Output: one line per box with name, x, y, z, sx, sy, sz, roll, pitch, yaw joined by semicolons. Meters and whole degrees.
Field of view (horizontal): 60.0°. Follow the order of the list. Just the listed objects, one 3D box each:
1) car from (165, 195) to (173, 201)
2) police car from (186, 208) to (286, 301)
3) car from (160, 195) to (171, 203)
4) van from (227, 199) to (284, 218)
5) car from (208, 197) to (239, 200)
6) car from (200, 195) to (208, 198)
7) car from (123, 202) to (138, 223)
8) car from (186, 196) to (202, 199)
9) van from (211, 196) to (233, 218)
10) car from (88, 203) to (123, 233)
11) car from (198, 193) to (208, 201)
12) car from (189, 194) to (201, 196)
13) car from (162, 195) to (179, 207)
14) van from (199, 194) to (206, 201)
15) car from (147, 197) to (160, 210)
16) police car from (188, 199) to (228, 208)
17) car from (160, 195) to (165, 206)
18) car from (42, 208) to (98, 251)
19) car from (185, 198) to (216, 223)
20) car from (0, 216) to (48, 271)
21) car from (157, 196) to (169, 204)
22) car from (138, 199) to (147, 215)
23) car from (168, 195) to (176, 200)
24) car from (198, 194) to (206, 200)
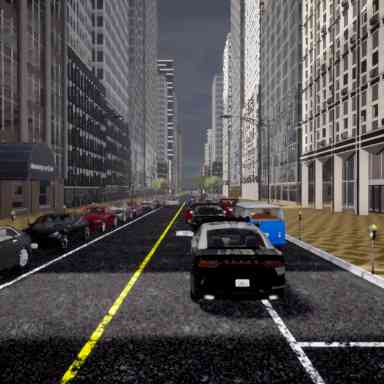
car;-5.656;1.504;82.114;1.752;1.417;4.829;-1;0;0
police car;0.903;1.423;8.532;1.930;1.638;5.238;0;0;0
car;-5.663;1.422;70.916;1.967;1.590;4.097;-1;0;0
van;2.687;1.338;14.076;1.690;1.788;3.998;-1;0;0
car;2.693;1.309;25.443;2.192;1.841;5.009;-1;0;0
car;2.710;1.538;53.861;2.008;1.369;4.403;-1;0;0
car;-5.686;1.545;25.447;2.008;1.369;4.403;-1;0;0
car;0.039;1.590;46.005;1.895;1.301;4.718;0;0;1
van;2.696;1.334;31.127;1.690;1.788;3.998;-1;0;0
car;-5.688;1.540;19.764;1.887;1.381;4.507;-1;0;0
car;2.722;1.293;82.280;2.192;1.841;5.009;-1;0;0
car;0.030;1.337;59.406;2.097;1.767;4.553;0;0;0
car;-2.972;1.589;50.563;1.895;1.301;4.718;0;0;0
van;2.725;1.317;87.963;1.690;1.788;3.998;-1;0;0
car;-5.677;1.541;42.498;2.008;1.369;4.403;-1;0;0
police car;0.909;1.421;18.533;1.930;1.638;5.238;0;0;0
car;-5.671;1.538;53.865;2.008;1.369;4.403;-1;0;0
car;-5.691;1.563;14.080;1.947;1.339;4.313;-1;0;0
car;0.655;1.472;24.522;1.882;1.535;5.008;0;0;7
car;-5.694;1.549;8.396;2.008;1.369;4.403;-1;0;0
car;-5.665;1.566;65.232;1.802;1.307;4.206;-1;0;0
car;-5.682;1.575;31.131;1.802;1.307;4.206;-1;0;0
car;-5.650;1.540;93.651;1.947;1.339;4.313;-1;0;0
car;2.729;1.414;93.647;1.967;1.590;4.097;-1;0;0
